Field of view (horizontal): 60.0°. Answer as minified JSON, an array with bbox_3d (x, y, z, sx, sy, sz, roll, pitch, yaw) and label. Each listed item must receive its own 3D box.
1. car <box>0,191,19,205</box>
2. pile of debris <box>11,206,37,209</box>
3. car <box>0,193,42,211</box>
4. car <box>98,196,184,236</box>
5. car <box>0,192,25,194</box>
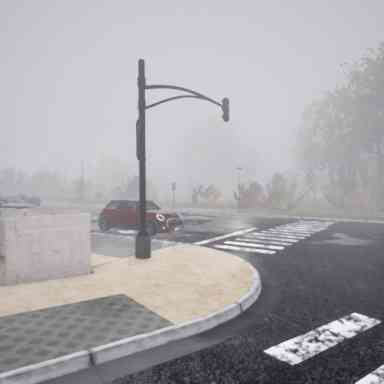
[{"bbox_3d":[-23.849,0.723,41.056,4.902,1.511,2.128,1,1,29],"label":"car"},{"bbox_3d":[-16.862,1.584,33.355,1.860,0.140,1.500,1,1,30],"label":"pile of debris"},{"bbox_3d":[-12.888,1.089,23.305,4.902,1.511,2.128,1,1,31],"label":"car"},{"bbox_3d":[-2.605,1.134,16.942,4.553,1.767,2.097,1,1,32],"label":"car"},{"bbox_3d":[-17.390,0.889,33.720,4.902,1.511,2.128,1,1,30],"label":"car"}]
